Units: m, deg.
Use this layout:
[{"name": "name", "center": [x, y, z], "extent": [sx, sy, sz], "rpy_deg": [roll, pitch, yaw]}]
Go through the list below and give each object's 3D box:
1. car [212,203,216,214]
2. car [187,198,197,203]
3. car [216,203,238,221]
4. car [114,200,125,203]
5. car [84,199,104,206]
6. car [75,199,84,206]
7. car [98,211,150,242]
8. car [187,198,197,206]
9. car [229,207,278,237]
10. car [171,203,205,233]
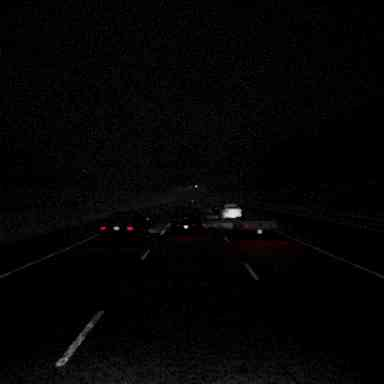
[{"name": "car", "center": [3.487, 2.021, 41.329], "extent": [1.895, 1.301, 4.718], "rpy_deg": [0, -1, 0]}, {"name": "car", "center": [0.050, 2.130, 59.895], "extent": [2.128, 1.511, 4.902], "rpy_deg": [0, -1, 0]}, {"name": "car", "center": [3.490, 1.826, 30.298], "extent": [1.812, 1.442, 4.674], "rpy_deg": [0, -1, 0]}, {"name": "car", "center": [-14.022, 2.251, 64.905], "extent": [2.033, 1.411, 5.357], "rpy_deg": [0, -1, 0]}, {"name": "car", "center": [-17.546, 2.129, 60.726], "extent": [1.882, 1.535, 5.008], "rpy_deg": [0, -1, 1]}, {"name": "car", "center": [-21.022, 2.155, 64.903], "extent": [2.033, 1.411, 5.357], "rpy_deg": [0, -1, 0]}, {"name": "car", "center": [-3.405, 1.716, 17.466], "extent": [2.033, 1.411, 5.357], "rpy_deg": [0, -1, 0]}, {"name": "car", "center": [-0.026, 2.167, 75.056], "extent": [2.097, 1.767, 4.553], "rpy_deg": [0, -1, 0]}, {"name": "car", "center": [3.494, 1.788, 19.325], "extent": [1.895, 1.301, 4.718], "rpy_deg": [0, -1, 0]}, {"name": "car", "center": [-0.260, 1.712, 21.169], "extent": [1.837, 1.490, 4.892], "rpy_deg": [0, 0, 2]}]
